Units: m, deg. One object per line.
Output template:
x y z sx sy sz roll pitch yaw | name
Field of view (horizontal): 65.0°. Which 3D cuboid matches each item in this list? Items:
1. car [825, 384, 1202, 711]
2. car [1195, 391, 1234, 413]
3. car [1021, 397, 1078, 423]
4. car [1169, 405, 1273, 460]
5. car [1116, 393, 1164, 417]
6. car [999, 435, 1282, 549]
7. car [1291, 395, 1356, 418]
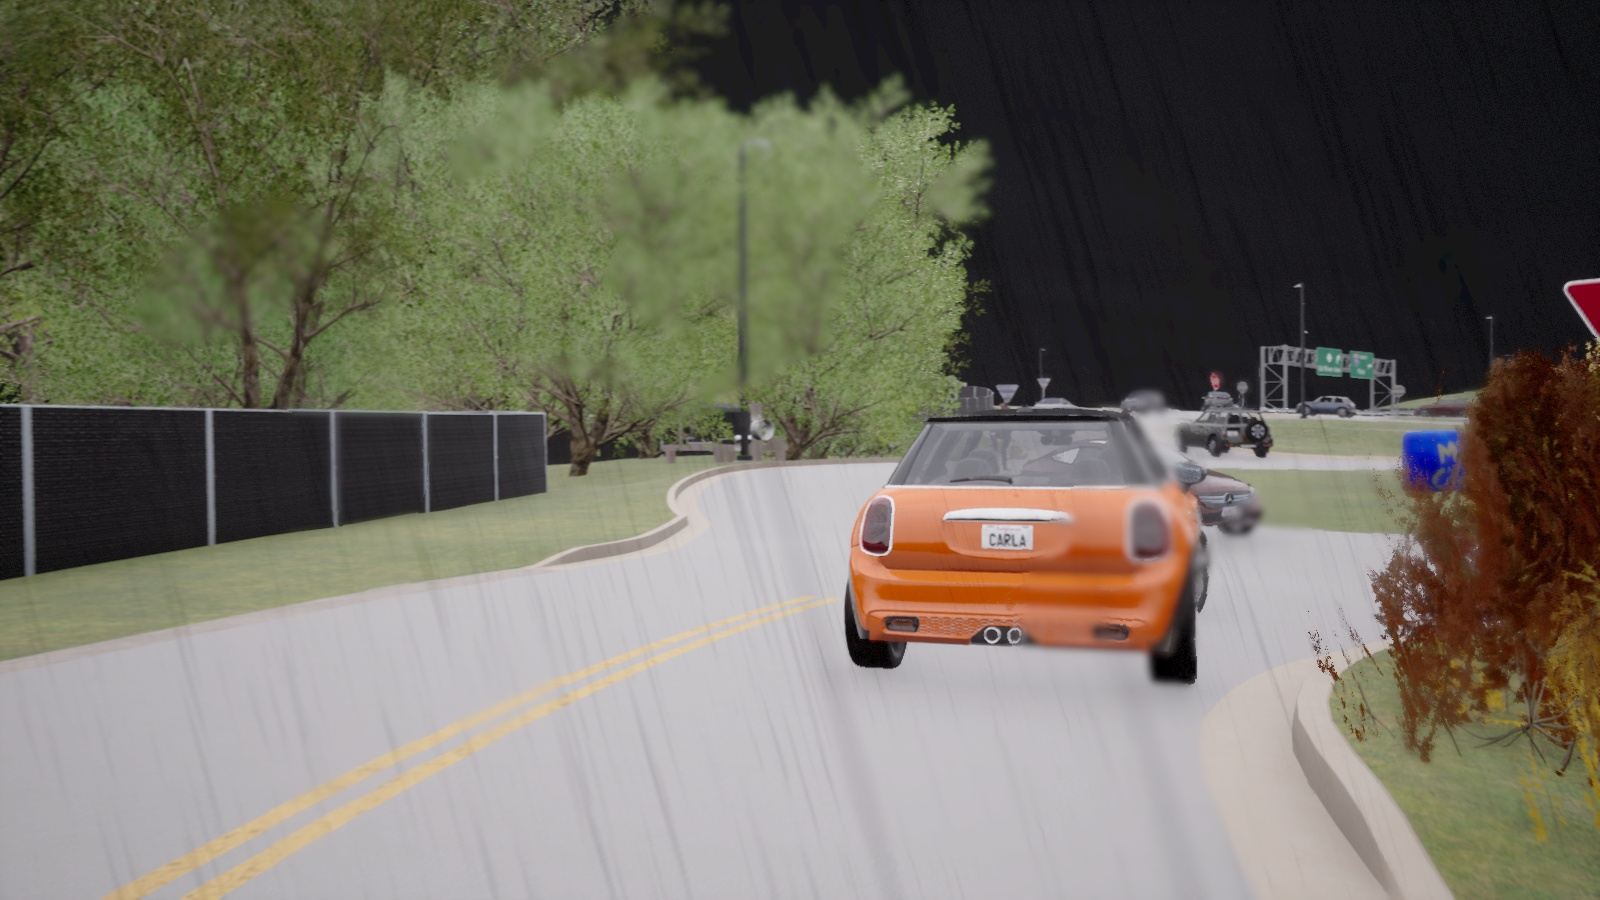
1.857 0.498 9.284 2.097 1.767 4.553 0 1 18 | car
30.036 -3.480 91.097 2.128 1.511 4.902 3 3 13 | car
14.357 -2.305 72.037 1.994 1.385 4.181 0 3 29 | car
15.352 -0.678 46.065 1.932 1.855 4.605 0 3 -5 | car
22.930 -3.013 84.612 1.845 1.501 3.633 0 3 39 | car
5.226 0.562 20.006 1.812 1.442 4.674 -1 3 -24 | car
37.369 -3.108 89.747 3.806 1.475 1.970 5 4 39 | car
